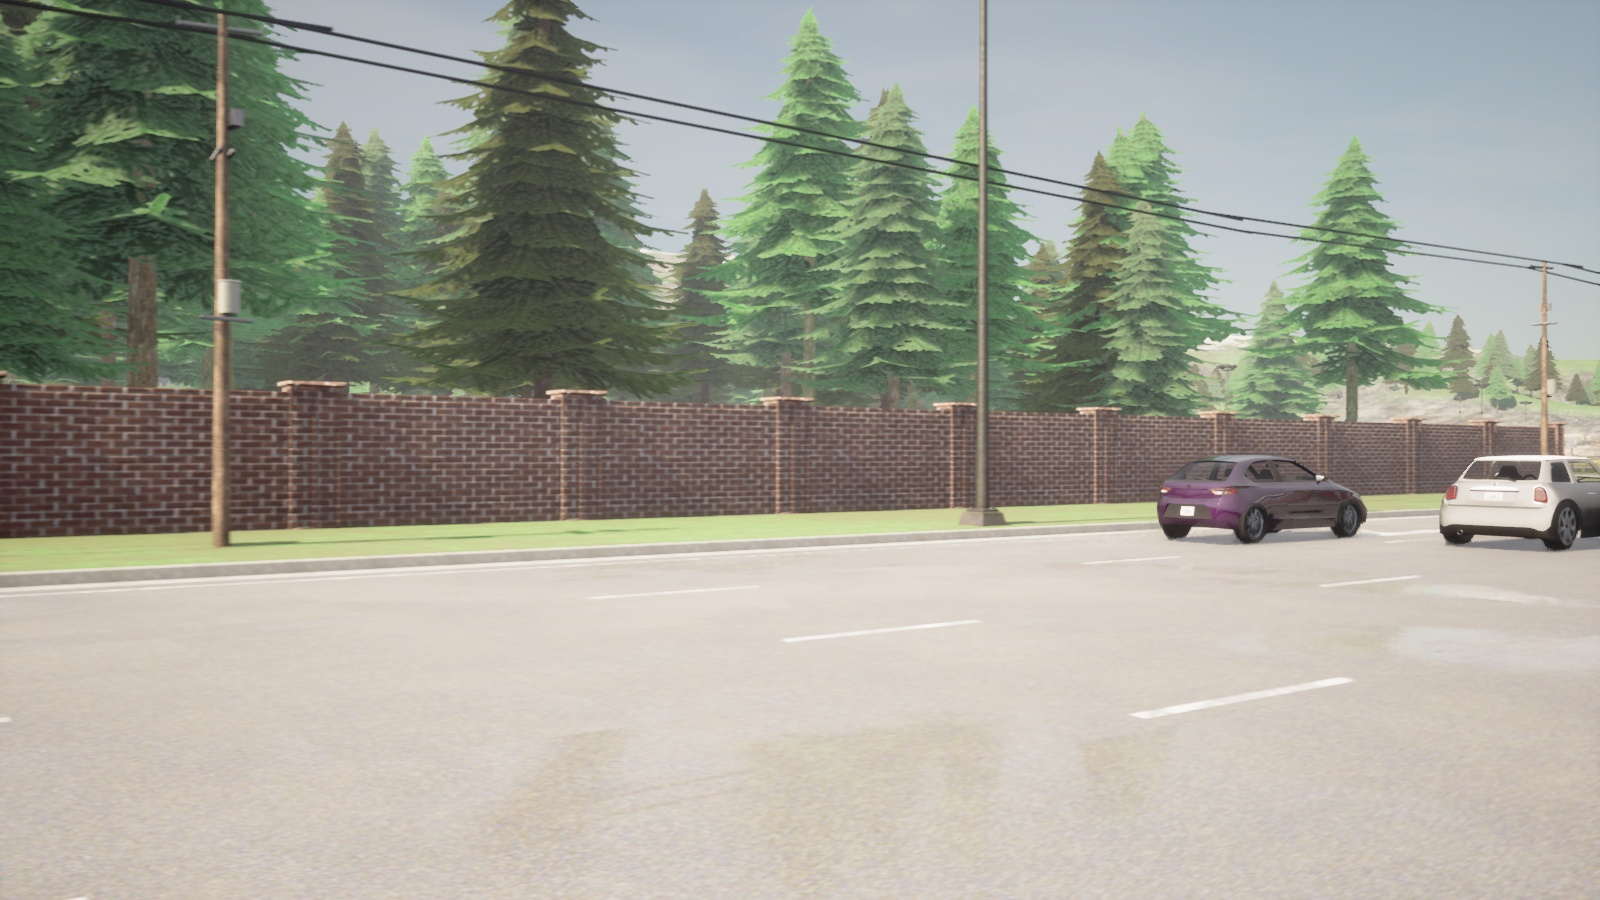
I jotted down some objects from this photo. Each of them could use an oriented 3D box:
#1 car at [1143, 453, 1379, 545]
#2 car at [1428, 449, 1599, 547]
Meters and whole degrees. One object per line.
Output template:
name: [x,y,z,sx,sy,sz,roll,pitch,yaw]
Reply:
car: [8.173,0.793,22.140,4.193,1.474,1.816,0,0,-35]
car: [12.410,0.732,20.825,3.806,1.475,1.970,0,0,-35]
